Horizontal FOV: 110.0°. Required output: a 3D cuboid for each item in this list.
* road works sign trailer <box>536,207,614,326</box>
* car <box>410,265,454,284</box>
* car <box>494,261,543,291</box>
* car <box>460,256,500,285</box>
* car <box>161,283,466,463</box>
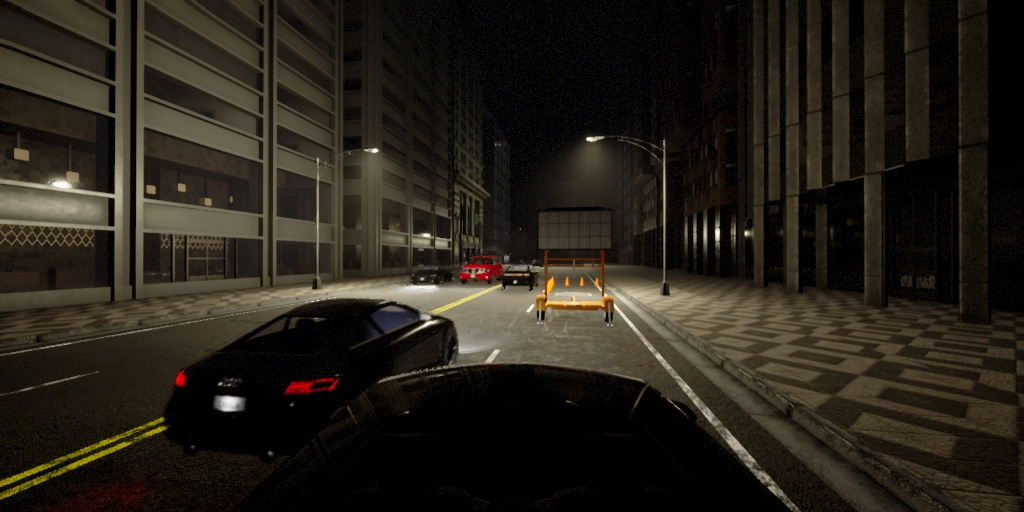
[{"bbox_3d":[2.037,0.218,11.771,2.380,3.560,2.880,0,0,9],"label":"road works sign trailer"},{"bbox_3d":[-5.630,1.336,25.682,1.994,1.385,4.181,0,0,9],"label":"car"},{"bbox_3d":[0.599,1.258,22.301,2.128,1.511,4.902,0,0,9],"label":"car"},{"bbox_3d":[-2.161,0.997,26.720,2.150,2.045,5.566,0,0,9],"label":"car"},{"bbox_3d":[-2.243,1.313,5.243,1.994,1.385,4.181,0,0,9],"label":"car"}]
